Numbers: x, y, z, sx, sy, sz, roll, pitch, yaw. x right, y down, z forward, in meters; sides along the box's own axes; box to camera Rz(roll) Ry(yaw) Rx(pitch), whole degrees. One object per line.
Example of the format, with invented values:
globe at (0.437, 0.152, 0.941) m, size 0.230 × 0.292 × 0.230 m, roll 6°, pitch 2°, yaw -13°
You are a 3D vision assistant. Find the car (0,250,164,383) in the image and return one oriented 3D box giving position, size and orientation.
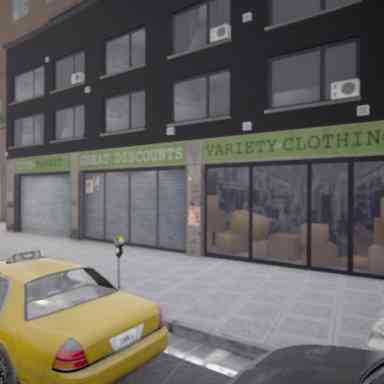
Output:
car at (-2.580, 1.547, 4.935) m, size 4.829 × 1.417 × 1.752 m, roll 0°, pitch 0°, yaw 36°

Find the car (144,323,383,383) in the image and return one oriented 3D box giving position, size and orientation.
car at (2.103, 1.546, 1.589) m, size 4.403 × 1.369 × 2.008 m, roll 0°, pitch 0°, yaw 36°
